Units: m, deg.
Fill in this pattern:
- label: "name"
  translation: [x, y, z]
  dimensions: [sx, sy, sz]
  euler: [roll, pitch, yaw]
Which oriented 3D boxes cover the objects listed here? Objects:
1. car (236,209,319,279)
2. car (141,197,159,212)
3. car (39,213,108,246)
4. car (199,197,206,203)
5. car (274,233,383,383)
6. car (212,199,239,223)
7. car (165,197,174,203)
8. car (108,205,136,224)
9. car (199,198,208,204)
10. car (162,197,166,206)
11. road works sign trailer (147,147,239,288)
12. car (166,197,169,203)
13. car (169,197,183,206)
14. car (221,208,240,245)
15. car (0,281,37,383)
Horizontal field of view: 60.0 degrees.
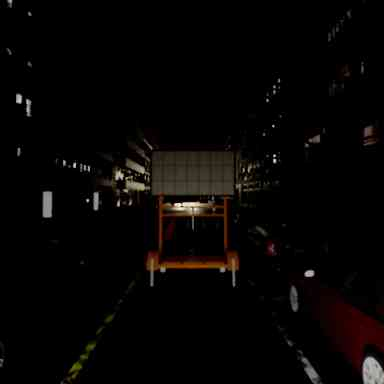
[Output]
- label: "car"
  translation: [2.706, 1.513, 10.295]
  dimensions: [1.967, 1.590, 4.097]
  euler: [0, 0, 0]
- label: "car"
  translation: [-5.625, 1.743, 44.129]
  dimensions: [1.967, 1.590, 4.097]
  euler: [0, 0, 0]
- label: "car"
  translation: [-5.667, 1.678, 15.945]
  dimensions: [1.947, 1.339, 4.313]
  euler: [0, 0, 0]
- label: "car"
  translation: [2.821, 2.143, 89.202]
  dimensions: [1.887, 1.381, 4.507]
  euler: [0, 0, 0]
- label: "car"
  translation: [2.698, 1.578, 4.658]
  dimensions: [1.887, 1.381, 4.507]
  euler: [0, 0, 0]
- label: "car"
  translation: [2.732, 1.504, 27.205]
  dimensions: [2.192, 1.841, 5.009]
  euler: [0, 0, 0]
- label: "car"
  translation: [-5.567, 2.002, 83.582]
  dimensions: [1.967, 1.590, 4.097]
  euler: [0, 0, 0]
- label: "car"
  translation: [-5.650, 1.714, 27.049]
  dimensions: [1.752, 1.417, 4.829]
  euler: [0, 0, 0]
- label: "car"
  translation: [2.805, 2.052, 78.100]
  dimensions: [1.752, 1.417, 4.829]
  euler: [0, 0, 0]
- label: "car"
  translation: [-5.616, 1.656, 49.766]
  dimensions: [2.192, 1.841, 5.009]
  euler: [0, 0, 0]
- label: "road works sign trailer"
  translation: [0.028, 0.532, 9.455]
  dimensions: [2.380, 3.560, 2.880]
  euler: [0, 0, 0]
- label: "car"
  translation: [-5.574, 1.841, 77.947]
  dimensions: [2.192, 1.841, 5.009]
  euler: [0, 0, 0]
- label: "car"
  translation: [-2.904, 1.671, 66.231]
  dimensions: [2.150, 2.045, 5.566]
  euler: [0, 0, 0]
- label: "car"
  translation: [2.714, 1.663, 15.930]
  dimensions: [2.008, 1.369, 4.403]
  euler: [0, 0, 0]
- label: "car"
  translation: [-3.099, 1.565, 2.344]
  dimensions: [2.033, 1.411, 5.357]
  euler: [0, 0, 0]
